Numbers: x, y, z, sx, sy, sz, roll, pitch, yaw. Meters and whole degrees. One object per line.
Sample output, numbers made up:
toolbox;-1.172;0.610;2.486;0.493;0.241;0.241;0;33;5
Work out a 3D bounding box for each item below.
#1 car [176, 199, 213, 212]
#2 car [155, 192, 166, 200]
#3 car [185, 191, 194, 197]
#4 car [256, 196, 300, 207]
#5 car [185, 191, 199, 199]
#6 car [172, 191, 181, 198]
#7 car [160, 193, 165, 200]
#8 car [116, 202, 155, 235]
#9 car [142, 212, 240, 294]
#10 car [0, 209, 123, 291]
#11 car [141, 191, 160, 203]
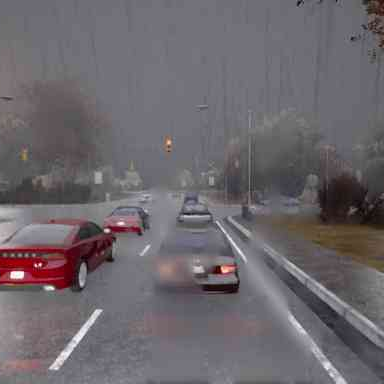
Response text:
car;0.131;1.379;18.556;2.128;1.511;4.902;0;1;-1
car;-7.114;0.868;75.739;2.128;1.511;4.902;0;1;-1
car;-0.829;0.636;91.526;2.128;1.511;4.902;0;1;-5
car;11.143;1.221;42.990;5.357;1.411;2.033;0;1;-3
car;-0.057;0.760;58.454;2.150;2.045;5.566;0;1;3
car;-4.003;0.715;86.388;2.128;1.511;4.902;0;1;-4
car;-7.046;0.959;65.351;2.128;1.511;4.902;0;1;0
car;-3.397;1.457;17.923;1.994;1.385;4.181;0;1;0
car;0.101;1.515;8.863;2.033;1.411;5.357;0;0;0
car;-3.396;1.445;8.936;1.882;1.535;5.008;0;0;0
car;-7.087;0.788;55.178;2.150;2.045;5.566;0;1;0
